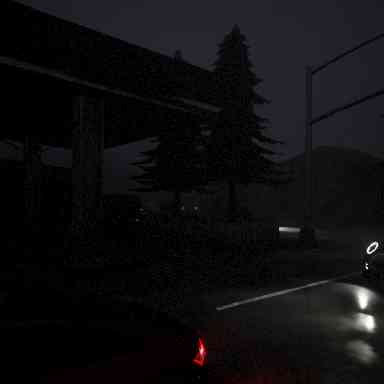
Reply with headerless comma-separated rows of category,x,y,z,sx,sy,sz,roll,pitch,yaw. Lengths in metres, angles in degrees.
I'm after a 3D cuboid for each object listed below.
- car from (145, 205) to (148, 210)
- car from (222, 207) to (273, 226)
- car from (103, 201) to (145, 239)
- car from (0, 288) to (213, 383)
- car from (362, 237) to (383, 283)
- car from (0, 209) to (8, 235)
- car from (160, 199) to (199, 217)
car,-7.471,1.662,41.331,2.033,1.411,5.357,1,0,-35
car,4.097,1.814,25.028,1.994,1.385,4.181,1,0,-35
car,-4.521,1.445,18.297,1.905,1.878,3.866,1,0,-36
car,-1.843,1.620,2.692,4.181,1.385,1.994,1,-1,-36
car,6.503,1.427,8.725,4.553,1.767,2.097,1,0,-34
car,-11.653,1.520,18.479,2.242,1.667,4.611,1,0,-36
car,-1.322,1.539,32.667,2.097,1.767,4.553,1,0,-36
